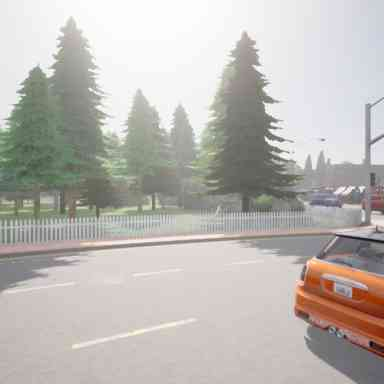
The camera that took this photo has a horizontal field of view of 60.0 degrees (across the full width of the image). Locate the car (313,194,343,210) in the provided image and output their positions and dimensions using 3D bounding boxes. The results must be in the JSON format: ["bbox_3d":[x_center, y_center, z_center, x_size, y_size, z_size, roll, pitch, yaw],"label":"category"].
[{"bbox_3d":[17.920,1.279,44.594,2.150,2.045,5.566,0,0,-7],"label":"car"}]

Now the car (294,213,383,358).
[{"bbox_3d":[3.966,1.352,5.453,4.553,1.767,2.097,0,0,-26],"label":"car"}]

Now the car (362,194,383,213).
[{"bbox_3d":[19.419,1.277,33.192,2.150,2.045,5.566,0,0,-7],"label":"car"}]
